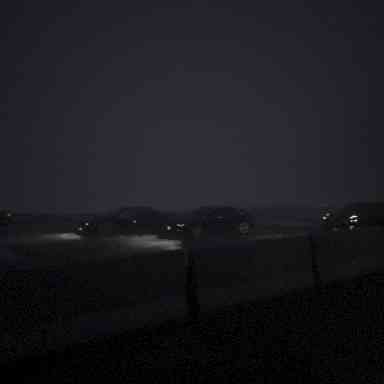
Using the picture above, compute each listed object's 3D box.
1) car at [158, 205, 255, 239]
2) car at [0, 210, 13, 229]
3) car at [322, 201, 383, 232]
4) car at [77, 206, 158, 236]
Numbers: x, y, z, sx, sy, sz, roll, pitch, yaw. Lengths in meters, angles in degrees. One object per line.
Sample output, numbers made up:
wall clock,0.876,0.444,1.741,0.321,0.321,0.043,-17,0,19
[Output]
car,0.992,1.446,16.956,4.892,1.490,1.837,0,0,-31
car,-11.863,1.449,16.891,4.902,1.511,2.128,0,0,-35
car,9.037,1.281,17.606,4.553,1.767,2.097,0,0,-29
car,-3.421,1.489,18.364,5.357,1.411,2.033,0,0,-33
